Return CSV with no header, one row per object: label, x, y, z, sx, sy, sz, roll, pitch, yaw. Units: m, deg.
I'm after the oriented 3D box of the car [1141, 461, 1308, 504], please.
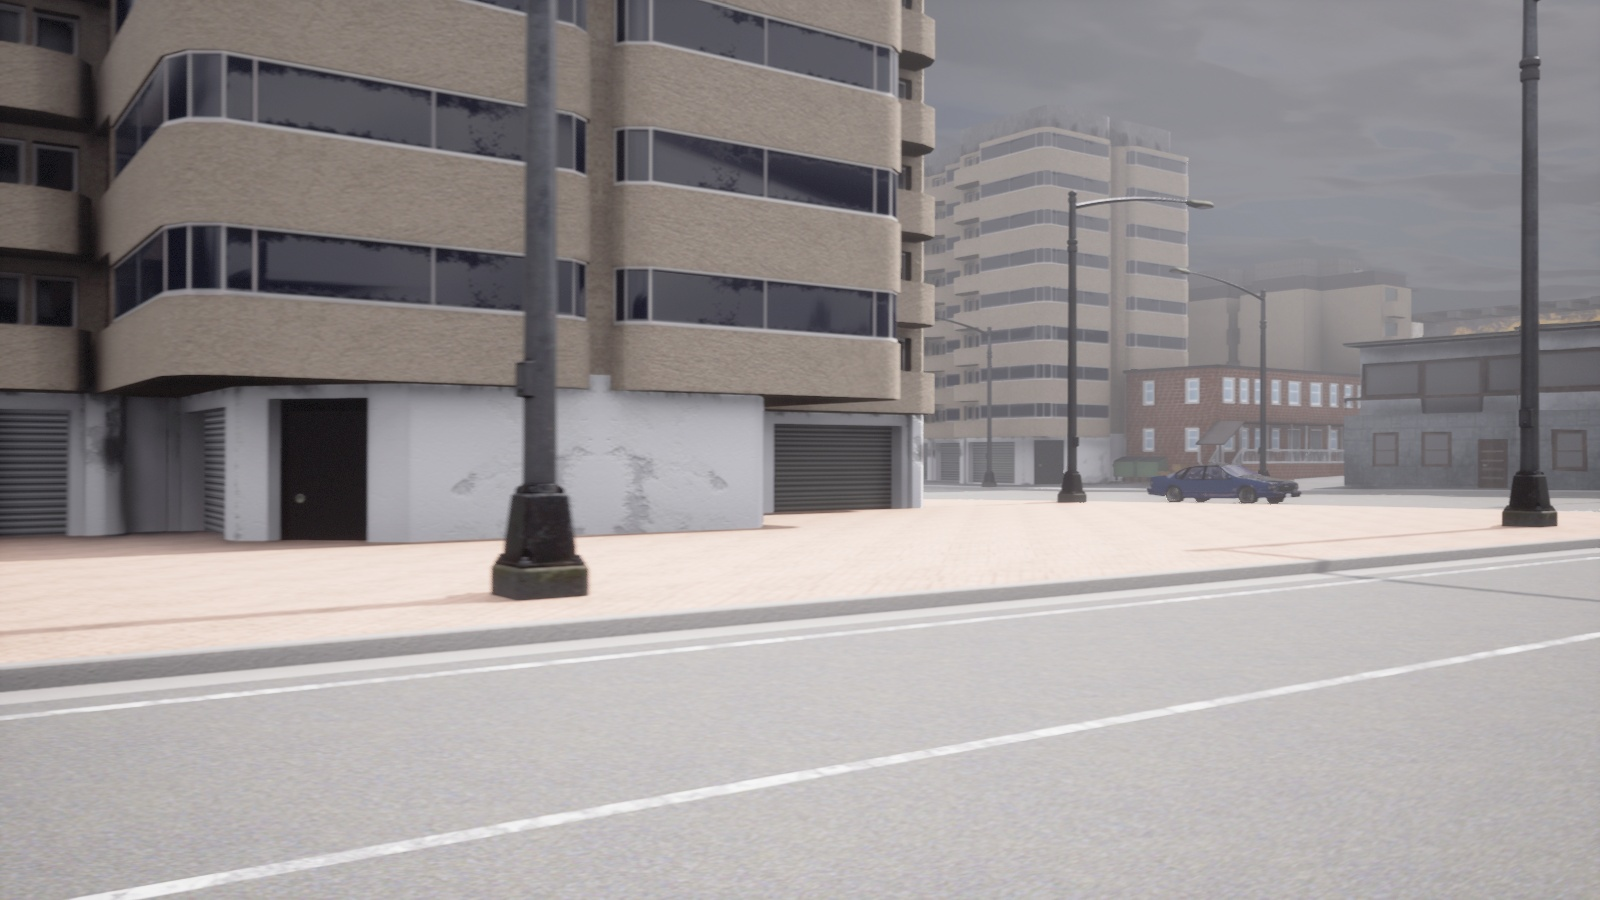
car,14.914,1.135,44.405,2.033,1.411,5.357,0,-1,-36
